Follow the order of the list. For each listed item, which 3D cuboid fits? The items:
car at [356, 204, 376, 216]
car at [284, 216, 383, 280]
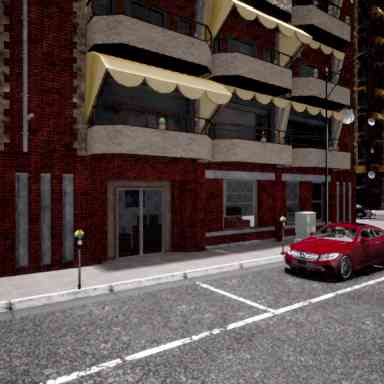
[{"bbox_3d":[15.505,1.806,32.912,2.128,1.511,4.902,0,-1,-36],"label":"car"},{"bbox_3d":[4.561,1.582,9.865,4.206,1.307,1.802,0,0,-35],"label":"car"}]
